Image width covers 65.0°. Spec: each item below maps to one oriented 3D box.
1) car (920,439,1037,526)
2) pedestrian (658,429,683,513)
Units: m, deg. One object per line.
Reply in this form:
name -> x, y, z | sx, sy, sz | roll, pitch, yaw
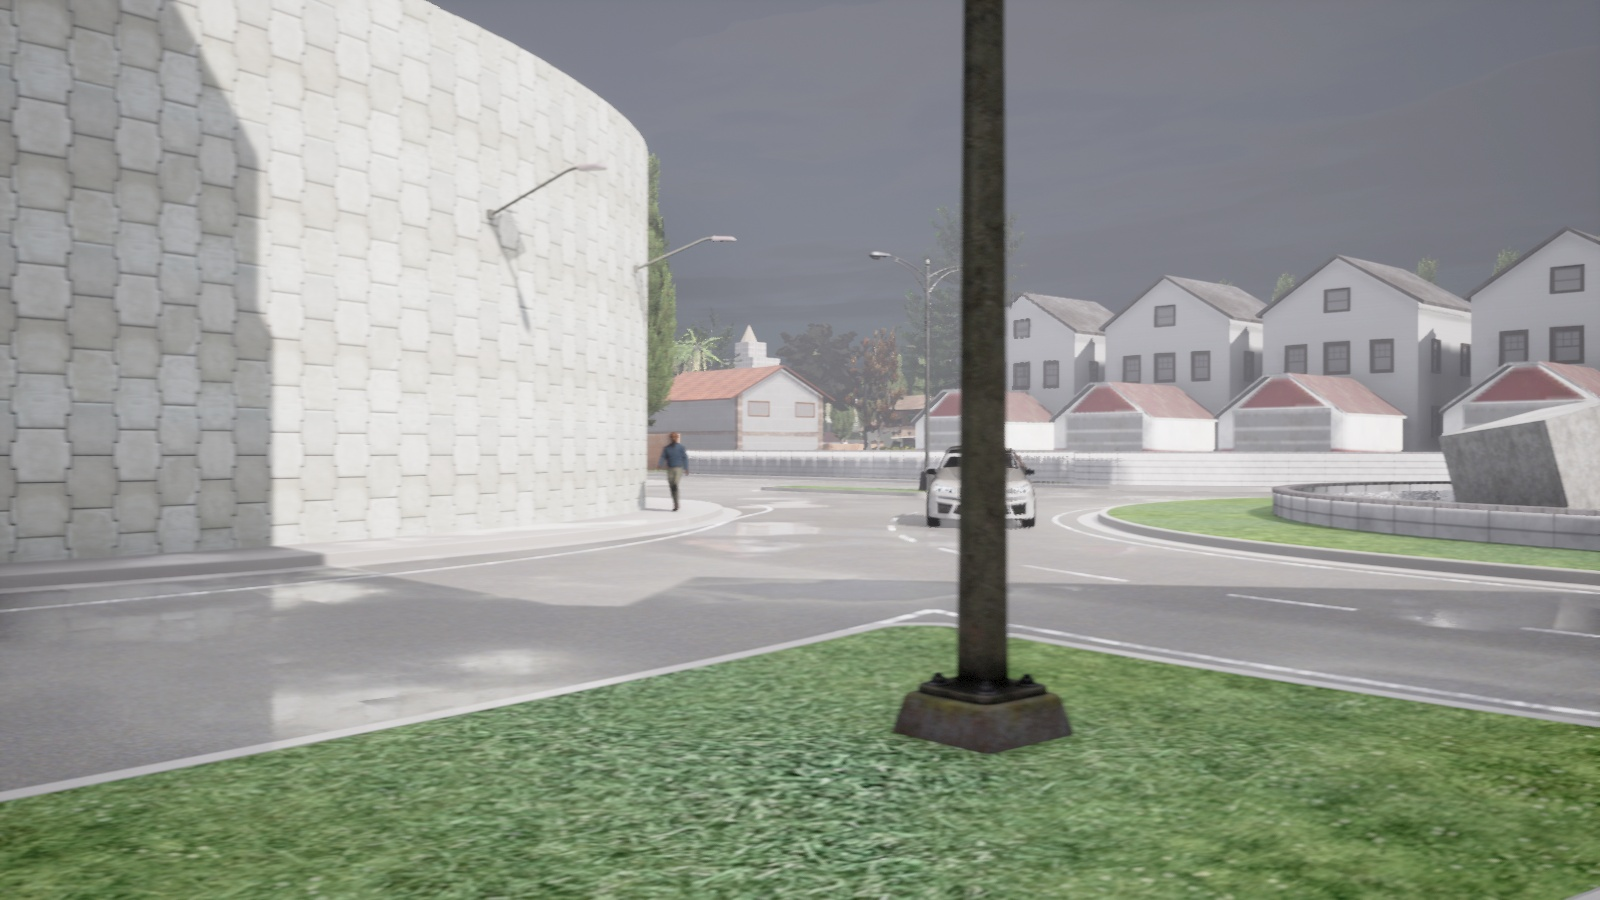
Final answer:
car -> 3.726, 0.637, 26.620 | 2.242, 1.667, 4.611 | 0, 0, 7
pedestrian -> -2.889, 0.463, 28.001 | 0.370, 1.835, 0.726 | 0, 0, 10
